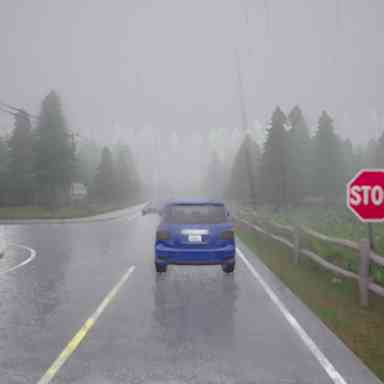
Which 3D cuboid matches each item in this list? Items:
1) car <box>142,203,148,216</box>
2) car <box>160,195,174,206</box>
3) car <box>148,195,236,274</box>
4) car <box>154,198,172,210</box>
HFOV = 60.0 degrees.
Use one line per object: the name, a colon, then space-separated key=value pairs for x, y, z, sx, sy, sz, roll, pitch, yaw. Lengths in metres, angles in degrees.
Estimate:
car: x=-3.612 y=1.550 z=32.509 sx=1.994 sy=1.385 sz=4.181 roll=0 pitch=0 yaw=2
car: x=-3.969 y=1.338 z=54.091 sx=2.097 sy=1.767 sz=4.553 roll=0 pitch=0 yaw=-1
car: x=0.083 y=1.216 z=10.703 sx=2.150 sy=2.045 sz=5.566 roll=0 pitch=0 yaw=0
car: x=-3.690 y=1.547 z=42.594 sx=1.994 sy=1.385 sz=4.181 roll=0 pitch=0 yaw=-1
